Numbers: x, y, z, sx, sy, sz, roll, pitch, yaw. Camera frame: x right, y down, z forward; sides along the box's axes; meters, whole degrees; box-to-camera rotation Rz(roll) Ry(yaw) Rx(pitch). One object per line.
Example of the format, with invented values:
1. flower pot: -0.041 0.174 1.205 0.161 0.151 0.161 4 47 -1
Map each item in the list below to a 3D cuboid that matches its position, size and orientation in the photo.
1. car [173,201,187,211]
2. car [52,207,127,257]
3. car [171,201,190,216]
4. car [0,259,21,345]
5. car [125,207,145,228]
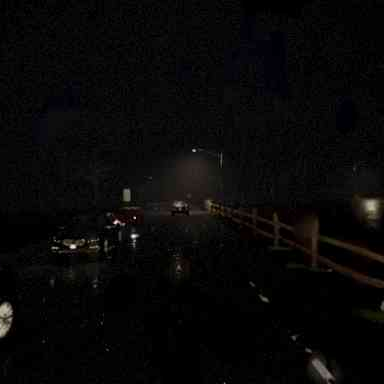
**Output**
1. car: -1.742 1.933 47.324 1.895 1.301 4.718 -1 -1 -2
2. car: -4.087 1.600 13.583 1.837 1.490 4.892 -1 0 -2
3. car: -1.232 1.759 35.093 2.033 1.411 5.357 -1 0 -2
4. car: -3.697 1.556 3.640 1.837 1.490 4.892 -1 0 -2
5. car: -4.468 1.756 23.555 1.895 1.301 4.718 -1 0 -2
